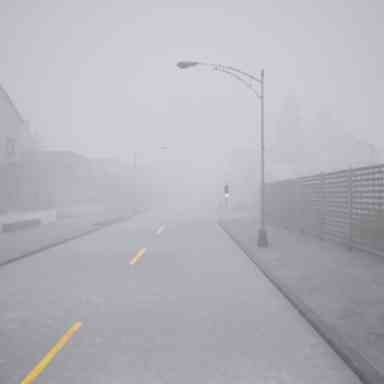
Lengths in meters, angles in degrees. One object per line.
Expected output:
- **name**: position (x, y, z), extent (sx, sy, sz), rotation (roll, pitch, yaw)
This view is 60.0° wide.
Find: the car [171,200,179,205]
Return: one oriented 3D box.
- **car**: position (-4.004, 2.493, 78.915), extent (2.033, 1.411, 5.357), rotation (0, -1, 0)
